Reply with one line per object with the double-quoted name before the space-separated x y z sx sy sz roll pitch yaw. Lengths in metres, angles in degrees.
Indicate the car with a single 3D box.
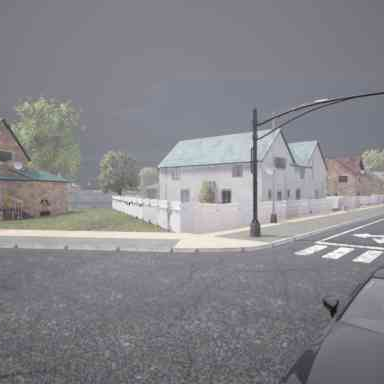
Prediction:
"car" 2.526 1.524 3.407 1.812 1.442 4.674 0 0 42
